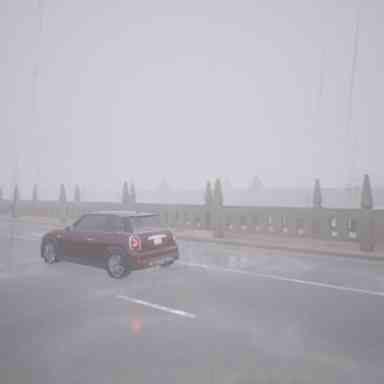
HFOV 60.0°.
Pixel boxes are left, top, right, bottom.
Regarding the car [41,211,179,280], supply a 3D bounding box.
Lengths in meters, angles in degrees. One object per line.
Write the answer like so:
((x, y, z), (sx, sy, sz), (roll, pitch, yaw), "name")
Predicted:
((-2.652, 1.354, 10.250), (4.553, 1.767, 2.097), (0, 0, 36), "car")
